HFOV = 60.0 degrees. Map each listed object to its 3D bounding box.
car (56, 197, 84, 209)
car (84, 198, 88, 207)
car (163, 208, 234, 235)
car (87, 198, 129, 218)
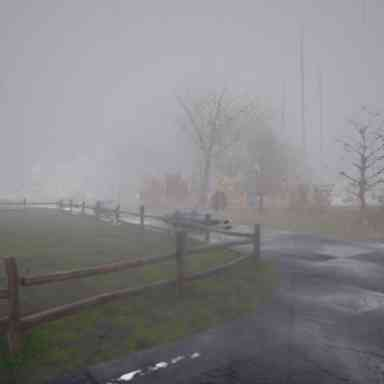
[{"bbox_3d":[-15.760,1.390,42.094,2.033,1.411,5.357,0,0,-35],"label":"car"},{"bbox_3d":[-13.785,1.454,44.339,1.895,1.301,4.718,0,0,-35],"label":"car"},{"bbox_3d":[0.270,1.652,19.409,1.895,1.301,4.718,0,0,-35],"label":"car"},{"bbox_3d":[-7.419,1.444,30.263,2.128,1.511,4.902,0,0,-35],"label":"car"}]
